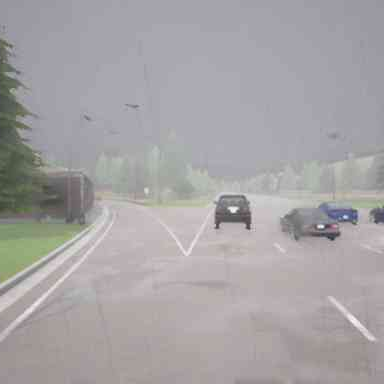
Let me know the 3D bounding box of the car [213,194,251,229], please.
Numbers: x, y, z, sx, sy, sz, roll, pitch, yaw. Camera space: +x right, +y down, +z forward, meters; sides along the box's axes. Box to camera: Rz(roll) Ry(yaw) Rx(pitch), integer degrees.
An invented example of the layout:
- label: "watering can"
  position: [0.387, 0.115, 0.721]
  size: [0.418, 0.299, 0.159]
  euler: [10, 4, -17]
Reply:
- label: "car"
  position: [2.565, 1.167, 21.371]
  size: [2.150, 2.045, 5.566]
  euler: [0, 0, 5]

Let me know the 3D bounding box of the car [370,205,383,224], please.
- label: "car"
  position: [13.068, 1.265, 20.901]
  size: [2.097, 1.767, 4.553]
  euler: [0, 0, 5]

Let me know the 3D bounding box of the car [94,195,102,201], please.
- label: "car"
  position: [-23.571, 1.429, 81.506]
  size: [2.033, 1.411, 5.357]
  euler: [0, 0, -28]

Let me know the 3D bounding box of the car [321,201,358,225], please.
- label: "car"
  position: [9.750, 1.396, 23.082]
  size: [1.882, 1.535, 5.008]
  euler: [0, 0, 5]

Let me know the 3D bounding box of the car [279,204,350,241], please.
- label: "car"
  position: [5.633, 1.493, 16.465]
  size: [2.033, 1.411, 5.357]
  euler: [0, 0, 5]
